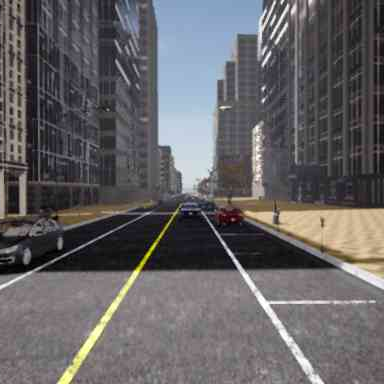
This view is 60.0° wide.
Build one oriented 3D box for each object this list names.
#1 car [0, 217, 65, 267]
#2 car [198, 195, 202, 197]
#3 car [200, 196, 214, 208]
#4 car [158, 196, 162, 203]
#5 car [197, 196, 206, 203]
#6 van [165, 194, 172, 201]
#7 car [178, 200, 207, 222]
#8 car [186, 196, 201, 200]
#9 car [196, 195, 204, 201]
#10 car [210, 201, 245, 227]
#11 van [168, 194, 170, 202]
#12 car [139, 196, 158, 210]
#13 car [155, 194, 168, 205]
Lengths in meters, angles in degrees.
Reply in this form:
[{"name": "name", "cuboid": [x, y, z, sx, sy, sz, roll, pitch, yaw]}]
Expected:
[{"name": "car", "cuboid": [-5.783, 1.588, 11.335, 2.008, 1.369, 4.403, -1, 0, 0]}, {"name": "car", "cuboid": [2.164, 1.637, 62.201, 2.008, 1.369, 4.403, -1, 0, 0]}, {"name": "car", "cuboid": [2.309, 1.615, 45.273, 2.008, 1.369, 4.403, -1, 0, 0]}, {"name": "car", "cuboid": [-6.119, 1.679, 50.824, 1.802, 1.307, 4.206, -1, 0, 0]}, {"name": "car", "cuboid": [2.068, 1.651, 73.486, 2.008, 1.369, 4.403, -1, 0, 0]}, {"name": "van", "cuboid": [-6.458, 1.486, 90.313, 1.690, 1.788, 3.998, -1, 0, 0]}, {"name": "car", "cuboid": [-0.114, 1.592, 26.590, 2.033, 1.411, 5.357, 0, 0, 0]}, {"name": "car", "cuboid": [-0.256, 1.634, 43.154, 1.994, 1.385, 4.181, 0, 0, -1]}, {"name": "car", "cuboid": [1.970, 1.554, 84.771, 1.967, 1.590, 4.097, -1, 0, 0]}, {"name": "car", "cuboid": [2.501, 1.575, 22.703, 1.887, 1.381, 4.507, -1, 0, 0]}, {"name": "van", "cuboid": [-6.315, 1.466, 73.388, 1.690, 1.788, 3.998, -1, 0, 0]}, {"name": "car", "cuboid": [-6.071, 1.615, 45.013, 1.752, 1.417, 4.829, -1, 0, 0]}, {"name": "car", "cuboid": [-6.219, 1.426, 62.106, 2.192, 1.841, 5.009, -1, 0, 0]}]
